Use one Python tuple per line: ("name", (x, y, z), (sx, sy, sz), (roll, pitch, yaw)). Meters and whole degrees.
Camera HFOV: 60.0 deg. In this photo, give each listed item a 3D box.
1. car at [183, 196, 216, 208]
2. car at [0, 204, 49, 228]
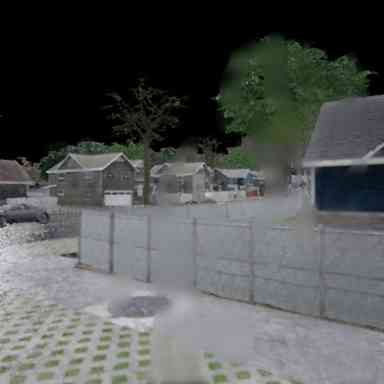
("car", (1.037, 1.239, 40.674), (2.033, 1.411, 5.357), (0, 1, 33))
("car", (-11.482, 1.446, 21.502), (1.994, 1.385, 4.181), (0, 0, 33))
